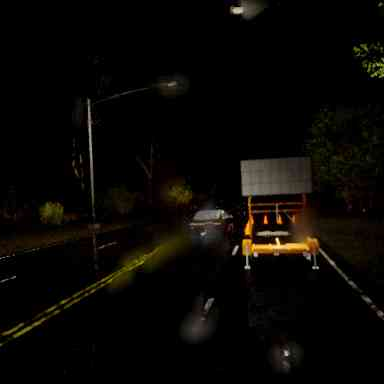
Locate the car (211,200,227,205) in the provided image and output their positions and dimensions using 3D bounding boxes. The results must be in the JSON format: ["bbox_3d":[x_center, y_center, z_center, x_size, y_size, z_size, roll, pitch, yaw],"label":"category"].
[{"bbox_3d":[3.603,1.811,44.907,1.994,1.385,4.181,-3,0,13],"label":"car"}]

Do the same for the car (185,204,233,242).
[{"bbox_3d":[1.057,1.684,17.486,2.128,1.511,4.902,-3,0,12],"label":"car"}]

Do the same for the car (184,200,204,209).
[{"bbox_3d":[0.326,1.870,45.156,1.882,1.535,5.008,-3,0,13],"label":"car"}]

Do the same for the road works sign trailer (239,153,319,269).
[{"bbox_3d":[2.916,0.528,11.440,2.380,3.560,2.880,-3,0,13],"label":"road works sign trailer"}]
